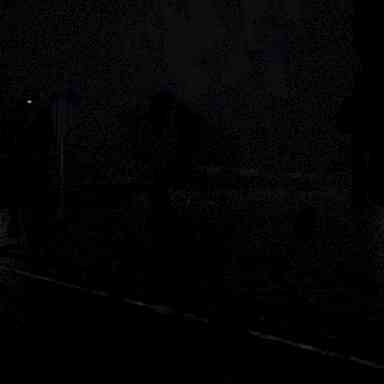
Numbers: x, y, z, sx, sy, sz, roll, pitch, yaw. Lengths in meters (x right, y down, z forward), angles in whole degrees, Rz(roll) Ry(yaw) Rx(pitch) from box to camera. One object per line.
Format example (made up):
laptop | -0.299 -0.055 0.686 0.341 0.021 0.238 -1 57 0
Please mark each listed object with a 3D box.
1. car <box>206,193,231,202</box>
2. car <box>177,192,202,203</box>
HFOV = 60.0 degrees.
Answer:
car | 4.413 0.843 53.595 2.033 1.411 5.357 0 1 36
car | -0.386 0.833 52.465 2.128 1.511 4.902 0 1 35
